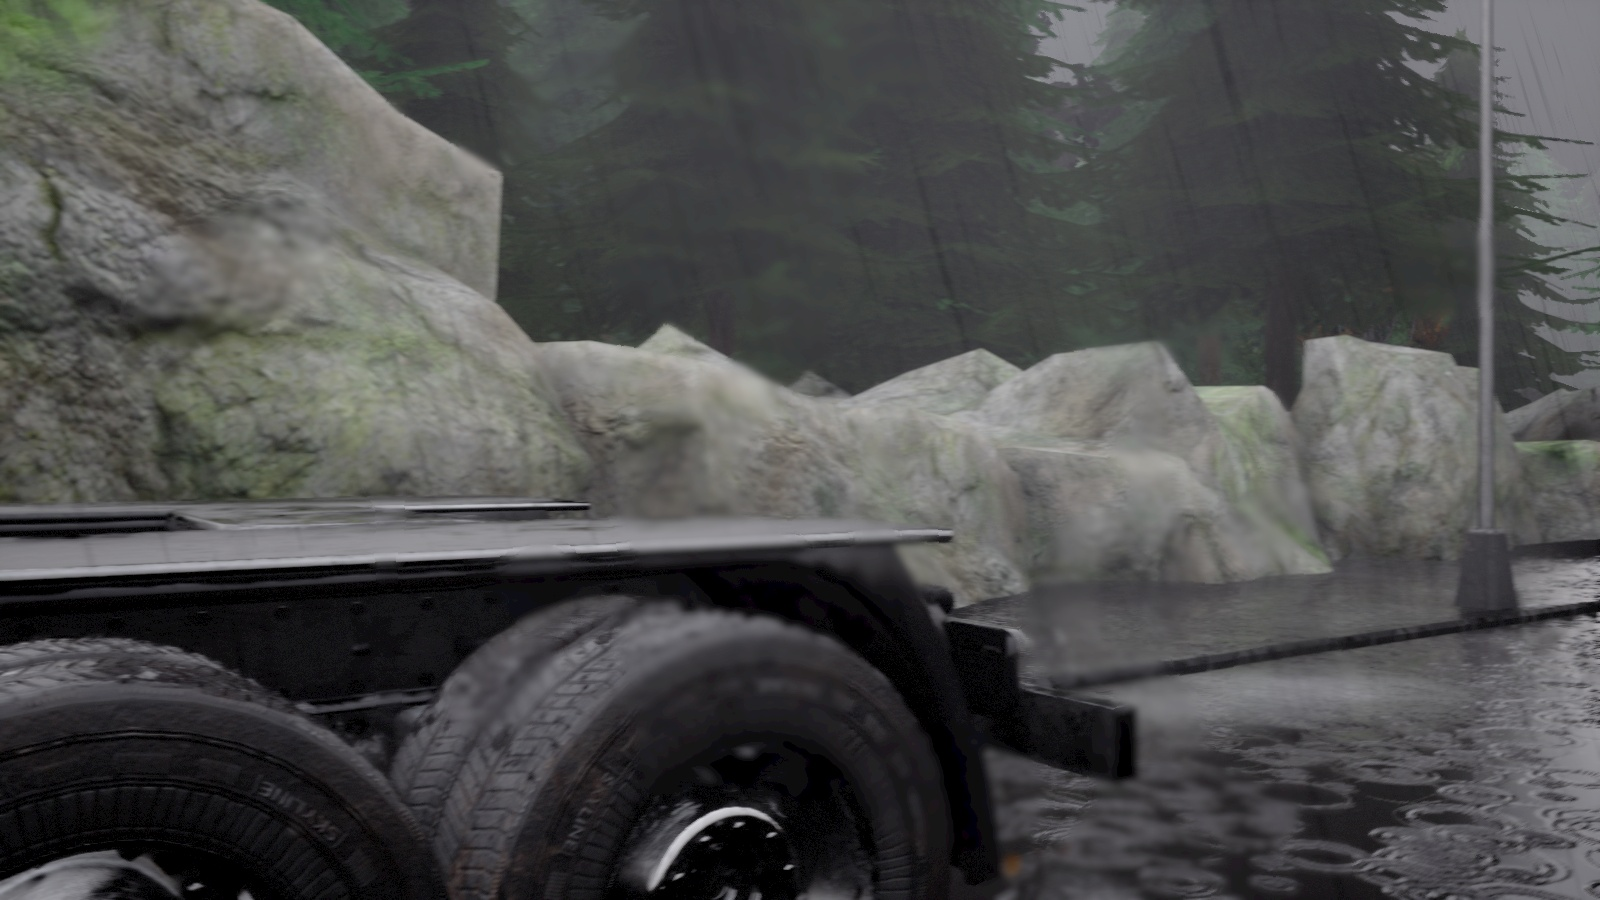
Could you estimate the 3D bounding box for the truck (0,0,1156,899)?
[{"bbox_3d":[-3.200,-0.225,2.045,7.936,3.462,2.891,0,0,-35],"label":"truck"}]
